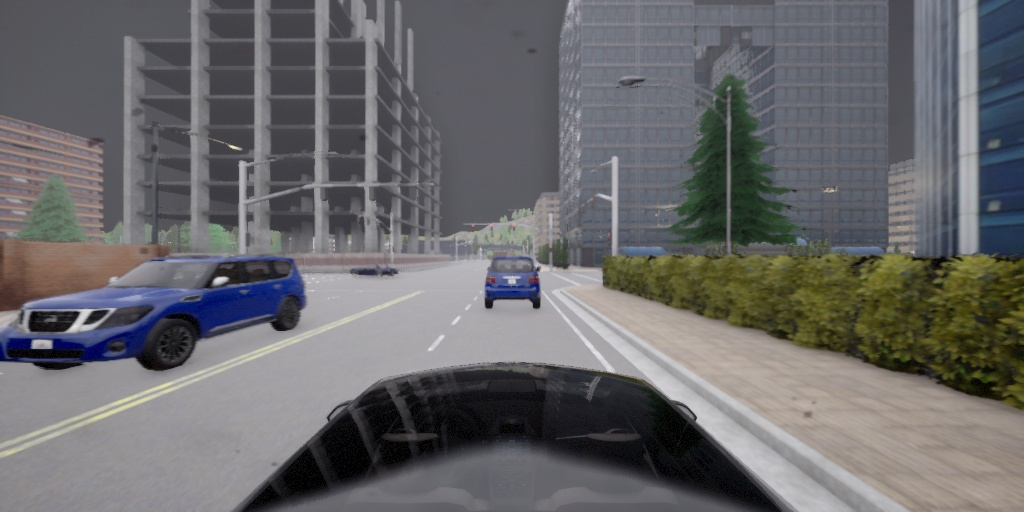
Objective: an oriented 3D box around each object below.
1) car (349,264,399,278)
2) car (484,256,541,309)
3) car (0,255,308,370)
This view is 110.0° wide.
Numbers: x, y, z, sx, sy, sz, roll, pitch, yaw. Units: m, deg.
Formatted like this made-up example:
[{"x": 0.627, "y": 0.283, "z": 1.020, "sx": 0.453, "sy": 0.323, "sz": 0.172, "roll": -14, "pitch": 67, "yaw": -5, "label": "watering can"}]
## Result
[{"x": -13.770, "y": 1.456, "z": 35.749, "sx": 4.718, "sy": 1.301, "sz": 1.895, "roll": 0, "pitch": 0, "yaw": 19, "label": "car"}, {"x": 0.075, "y": 1.015, "z": 15.417, "sx": 2.150, "sy": 2.045, "sz": 5.566, "roll": 0, "pitch": 0, "yaw": 2, "label": "car"}, {"x": -7.041, "y": 0.992, "z": 8.158, "sx": 2.150, "sy": 2.045, "sz": 5.566, "roll": 0, "pitch": 0, "yaw": 1, "label": "car"}]
